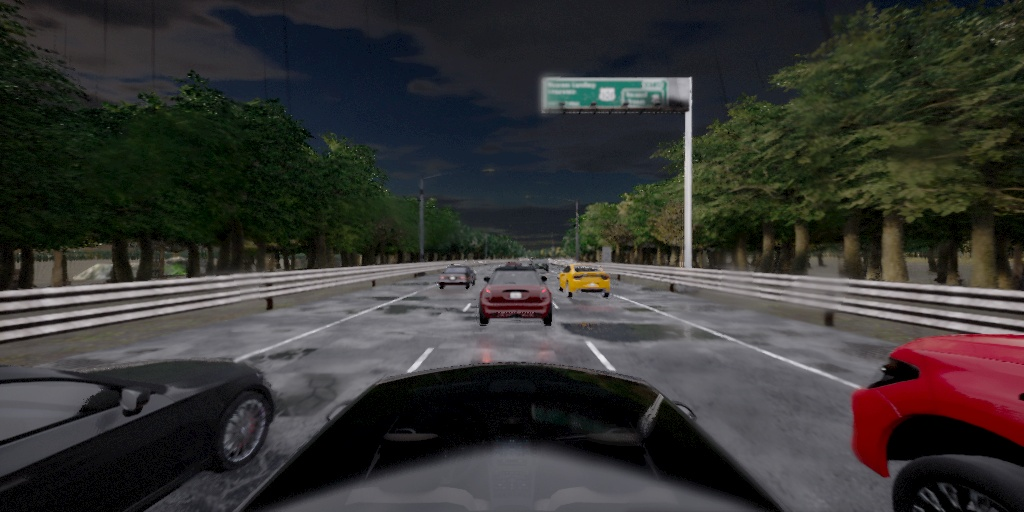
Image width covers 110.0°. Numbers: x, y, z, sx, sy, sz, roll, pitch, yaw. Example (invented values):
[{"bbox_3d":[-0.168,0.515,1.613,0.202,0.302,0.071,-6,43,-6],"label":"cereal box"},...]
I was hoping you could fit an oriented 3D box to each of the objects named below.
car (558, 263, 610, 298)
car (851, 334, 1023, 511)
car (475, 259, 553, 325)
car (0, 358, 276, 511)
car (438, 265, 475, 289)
[{"bbox_3d":[3.505,1.104,18.121,1.882,1.535,5.008,0,0,0],"label":"car"},{"bbox_3d":[3.499,0.840,0.133,2.150,2.045,5.566,0,0,0],"label":"car"},{"bbox_3d":[0.104,1.101,11.967,2.097,1.767,4.553,0,0,0],"label":"car"},{"bbox_3d":[-3.413,1.276,1.851,1.812,1.442,4.674,0,0,0],"label":"car"},{"bbox_3d":[-3.390,1.308,22.931,2.033,1.411,5.357,0,0,0],"label":"car"}]
